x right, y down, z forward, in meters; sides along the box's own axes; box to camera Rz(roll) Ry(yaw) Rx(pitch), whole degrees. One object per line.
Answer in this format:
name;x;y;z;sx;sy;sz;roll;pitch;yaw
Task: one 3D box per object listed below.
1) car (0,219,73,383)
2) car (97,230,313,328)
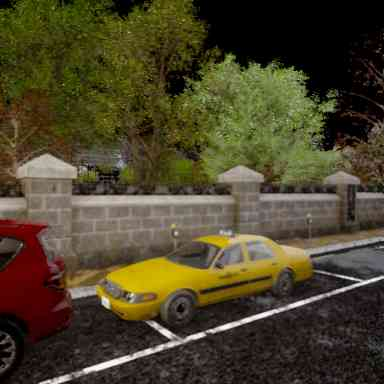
car;-3.956;1.320;3.726;5.009;1.841;2.192;0;1;-36
car;0.530;1.507;6.930;4.829;1.417;1.752;0;1;-36
